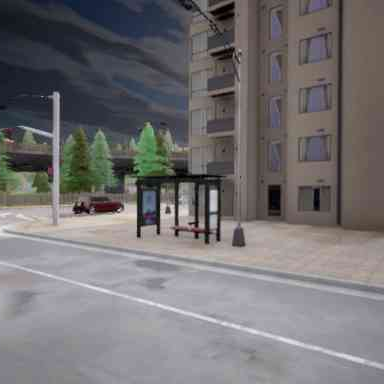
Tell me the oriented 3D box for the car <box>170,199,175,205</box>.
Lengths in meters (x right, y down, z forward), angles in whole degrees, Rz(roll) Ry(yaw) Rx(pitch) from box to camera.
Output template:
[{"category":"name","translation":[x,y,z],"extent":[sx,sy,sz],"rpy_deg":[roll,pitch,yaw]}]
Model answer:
[{"category":"car","translation":[-1.102,1.244,49.346],"extent":[4.674,1.442,1.812],"rpy_deg":[0,0,-38]}]

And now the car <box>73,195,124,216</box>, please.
[{"category":"car","translation":[-8.257,1.113,29.812],"extent":[2.097,1.767,4.553],"rpy_deg":[1,0,36]}]
